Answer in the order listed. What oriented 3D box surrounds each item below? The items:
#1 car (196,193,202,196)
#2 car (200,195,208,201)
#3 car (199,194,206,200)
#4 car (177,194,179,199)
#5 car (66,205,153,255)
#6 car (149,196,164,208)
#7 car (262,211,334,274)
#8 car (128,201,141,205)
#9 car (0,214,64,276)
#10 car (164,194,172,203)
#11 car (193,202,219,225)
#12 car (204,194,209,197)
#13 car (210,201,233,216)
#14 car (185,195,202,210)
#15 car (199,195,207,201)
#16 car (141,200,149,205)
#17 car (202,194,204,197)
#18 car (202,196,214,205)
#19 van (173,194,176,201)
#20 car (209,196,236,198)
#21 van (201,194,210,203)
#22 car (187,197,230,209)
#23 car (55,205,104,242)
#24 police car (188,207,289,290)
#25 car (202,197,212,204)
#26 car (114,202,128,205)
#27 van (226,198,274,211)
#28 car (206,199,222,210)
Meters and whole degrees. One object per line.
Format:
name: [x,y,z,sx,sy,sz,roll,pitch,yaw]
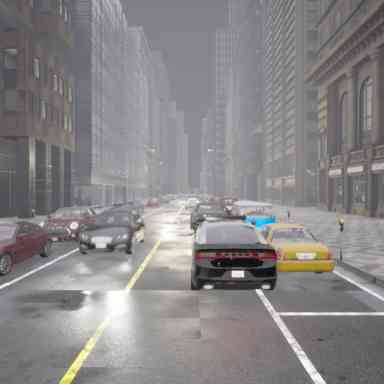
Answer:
car: [0.106,1.372,55.780,2.097,1.767,4.553,0,0,0]
car: [2.915,1.582,83.058,1.887,1.381,4.507,0,0,0]
car: [2.935,1.486,94.262,1.967,1.590,4.097,0,0,0]
car: [-5.590,1.591,94.269,1.887,1.381,4.507,0,0,0]
car: [-2.976,1.491,13.334,2.128,1.511,4.902,0,0,0]
car: [-5.674,1.560,49.452,1.887,1.381,4.507,0,0,0]
car: [2.778,1.525,10.406,1.752,1.417,4.829,0,0,0]
car: [-5.715,1.569,27.044,1.947,1.339,4.313,0,0,0]
car: [-5.747,1.582,10.238,1.802,1.307,4.206,0,0,0]
car: [-5.643,1.467,66.259,1.967,1.590,4.097,0,0,0]
car: [0.946,1.528,25.079,1.812,1.442,4.674,0,0,0]
car: [2.830,1.323,38.244,2.192,1.841,5.009,0,0,0]
car: [2.820,1.587,32.643,1.802,1.307,4.206,0,0,0]
car: [0.104,1.537,43.696,1.812,1.442,4.674,0,0,1]
car: [2.925,1.586,88.660,1.887,1.381,4.507,0,0,0]
car: [-5.705,1.572,32.645,1.947,1.339,4.313,0,0,0]
car: [2.851,1.455,49.448,1.967,1.590,4.097,0,0,0]
car: [2.872,1.463,60.651,1.967,1.590,4.097,0,0,0]
van: [-5.611,1.379,83.066,1.690,1.788,3.998,0,0,0]
car: [2.809,1.318,27.041,2.192,1.841,5.009,0,0,0]
van: [2.893,1.371,71.854,1.690,1.788,3.998,0,0,0]
car: [0.934,1.352,19.050,2.097,1.767,4.553,0,0,0]
car: [-5.737,1.441,15.839,1.967,1.590,4.097,0,0,0]
police car: [0.916,1.425,9.189,1.930,1.638,5.238,0,0,0]
car: [2.883,1.608,66.253,1.802,1.307,4.206,0,0,0]
car: [-5.726,1.553,21.442,2.008,1.369,4.403,0,0,0]
van: [2.788,1.341,15.838,1.690,1.788,3.998,0,0,0]
car: [2.841,1.577,43.846,1.947,1.339,4.313,0,0,0]
